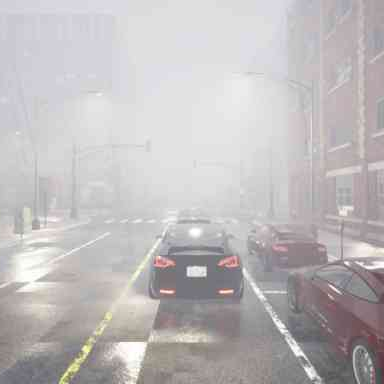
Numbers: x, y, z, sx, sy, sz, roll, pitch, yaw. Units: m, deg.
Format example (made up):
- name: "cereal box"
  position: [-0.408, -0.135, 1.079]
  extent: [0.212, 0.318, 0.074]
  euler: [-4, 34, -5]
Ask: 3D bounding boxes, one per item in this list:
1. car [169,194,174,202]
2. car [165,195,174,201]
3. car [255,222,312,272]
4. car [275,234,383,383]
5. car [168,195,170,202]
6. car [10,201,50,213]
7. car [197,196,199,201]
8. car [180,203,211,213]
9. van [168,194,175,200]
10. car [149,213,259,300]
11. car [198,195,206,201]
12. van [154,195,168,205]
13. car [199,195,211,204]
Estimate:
- name: "car"
  position: [-5.820, 1.607, 76.641]
  extent: [1.802, 1.307, 4.206]
  euler: [1, 0, 0]
- name: "car"
  position: [-5.840, 1.582, 87.945]
  extent: [2.008, 1.369, 4.403]
  euler: [1, 0, 0]
- name: "car"
  position: [2.818, 1.585, 10.407]
  extent: [1.802, 1.307, 4.206]
  euler: [1, 0, 0]
- name: "car"
  position: [2.659, 1.583, 4.751]
  extent: [1.802, 1.307, 4.206]
  euler: [1, 0, 0]
- name: "car"
  position: [-5.799, 1.603, 65.336]
  extent: [1.802, 1.307, 4.206]
  euler: [1, 0, 0]
- name: "car"
  position: [-18.782, 1.730, 38.750]
  extent: [4.313, 1.339, 1.947]
  euler: [0, -1, 0]
- name: "car"
  position: [2.551, 1.573, 82.270]
  extent: [1.887, 1.381, 4.507]
  euler: [1, 0, 0]
- name: "car"
  position: [0.068, 1.552, 17.721]
  extent: [2.033, 1.411, 5.357]
  euler: [0, 0, -1]
- name: "van"
  position: [-5.847, 1.376, 93.598]
  extent: [1.690, 1.788, 3.998]
  euler: [1, 0, 0]
- name: "car"
  position: [0.085, 1.506, 8.449]
  extent: [2.163, 1.488, 4.792]
  euler: [0, 0, 0]
- name: "car"
  position: [2.540, 1.597, 87.921]
  extent: [1.947, 1.339, 4.313]
  euler: [1, 0, 0]
- name: "van"
  position: [-5.785, 1.359, 59.684]
  extent: [1.690, 1.788, 3.998]
  euler: [1, 0, 0]
- name: "car"
  position: [2.592, 1.544, 59.830]
  extent: [1.752, 1.417, 4.829]
  euler: [1, 0, 0]
